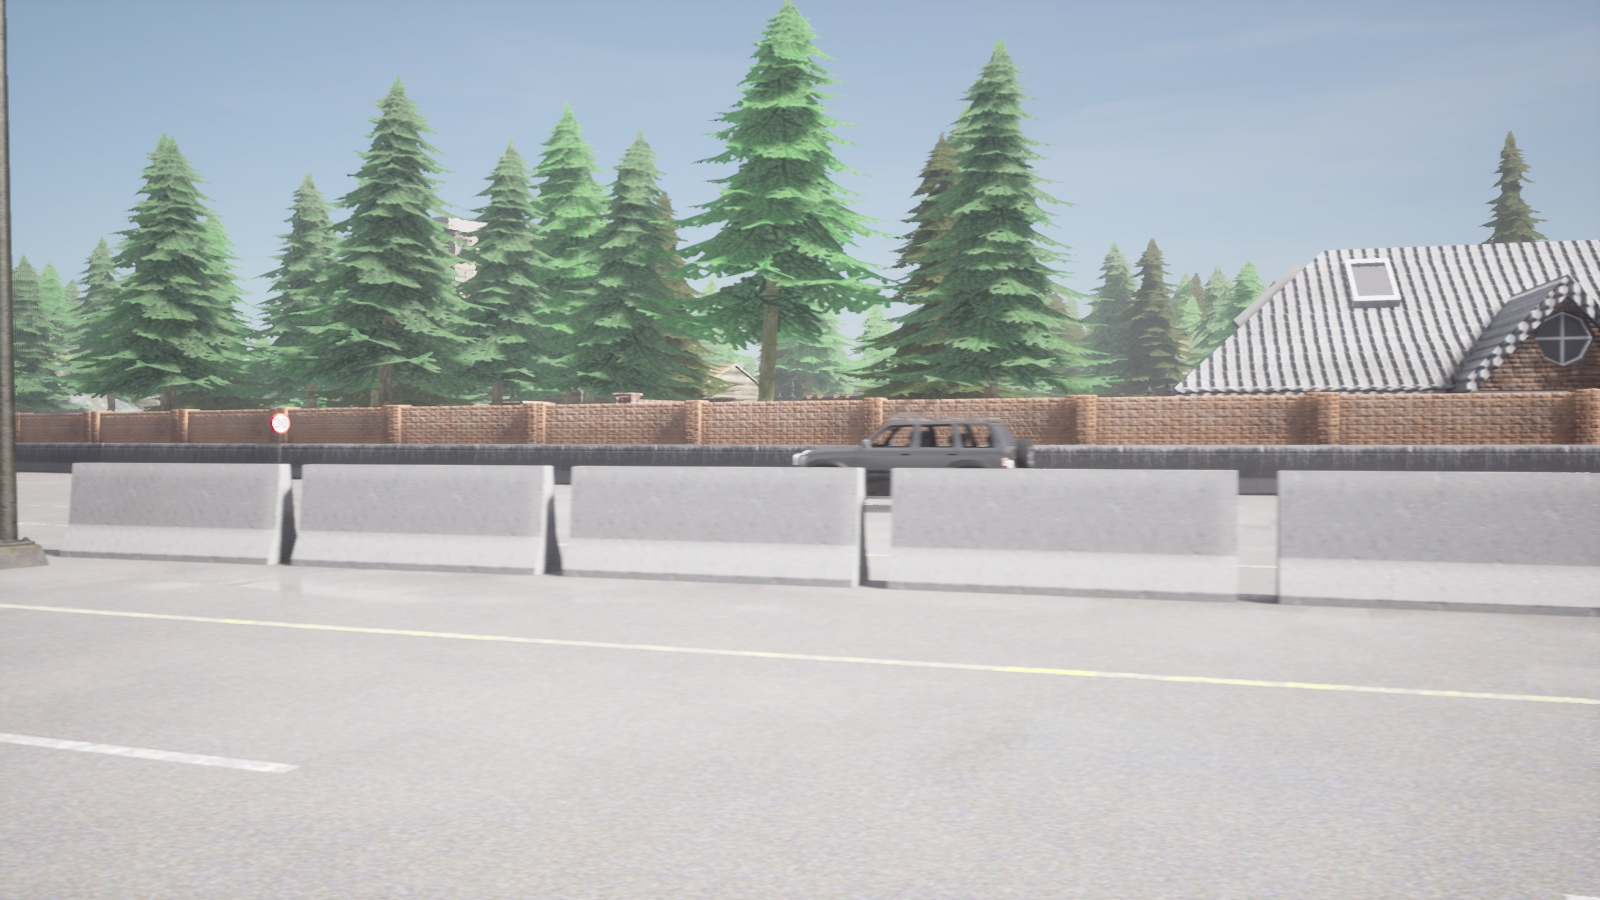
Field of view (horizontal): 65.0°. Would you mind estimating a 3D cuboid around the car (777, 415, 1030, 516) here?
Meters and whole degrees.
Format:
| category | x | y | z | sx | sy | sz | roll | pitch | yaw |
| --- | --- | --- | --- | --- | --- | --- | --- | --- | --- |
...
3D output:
| category | x | y | z | sx | sy | sz | roll | pitch | yaw |
| --- | --- | --- | --- | --- | --- | --- | --- | --- | --- |
| car | 2.052 | 0.262 | 24.712 | 4.605 | 1.855 | 1.932 | 0 | 1 | 21 |
